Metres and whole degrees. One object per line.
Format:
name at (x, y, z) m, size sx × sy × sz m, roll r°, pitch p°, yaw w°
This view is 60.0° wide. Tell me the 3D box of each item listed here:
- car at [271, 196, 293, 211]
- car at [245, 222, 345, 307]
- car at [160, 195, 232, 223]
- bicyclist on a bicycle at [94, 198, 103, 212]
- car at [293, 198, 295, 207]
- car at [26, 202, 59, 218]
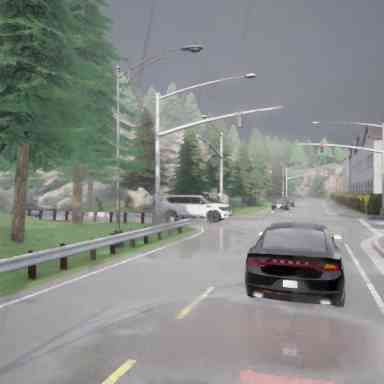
car at (11.087, 1.491, 41.551) m, size 2.128 × 1.511 × 4.902 m, roll 0°, pitch 0°, yaw 20°
car at (2.603, 1.478, 8.205) m, size 1.882 × 1.535 × 5.008 m, roll 0°, pitch 0°, yaw 20°
car at (0.202, 1.230, 25.380) m, size 5.566 × 2.045 × 2.150 m, roll 0°, pitch 0°, yaw 17°
bicyclist on a bicycle at (-10.275, 1.416, 36.595) m, size 0.582 × 1.620 × 1.656 m, roll -2°, pitch 5°, yaw 20°
car at (14.521, 1.352, 50.721) m, size 2.097 × 1.767 × 4.553 m, roll 0°, pitch 0°, yaw 21°
car at (-14.308, 1.579, 30.545) m, size 4.181 × 1.385 × 1.994 m, roll 0°, pitch 0°, yaw 20°
